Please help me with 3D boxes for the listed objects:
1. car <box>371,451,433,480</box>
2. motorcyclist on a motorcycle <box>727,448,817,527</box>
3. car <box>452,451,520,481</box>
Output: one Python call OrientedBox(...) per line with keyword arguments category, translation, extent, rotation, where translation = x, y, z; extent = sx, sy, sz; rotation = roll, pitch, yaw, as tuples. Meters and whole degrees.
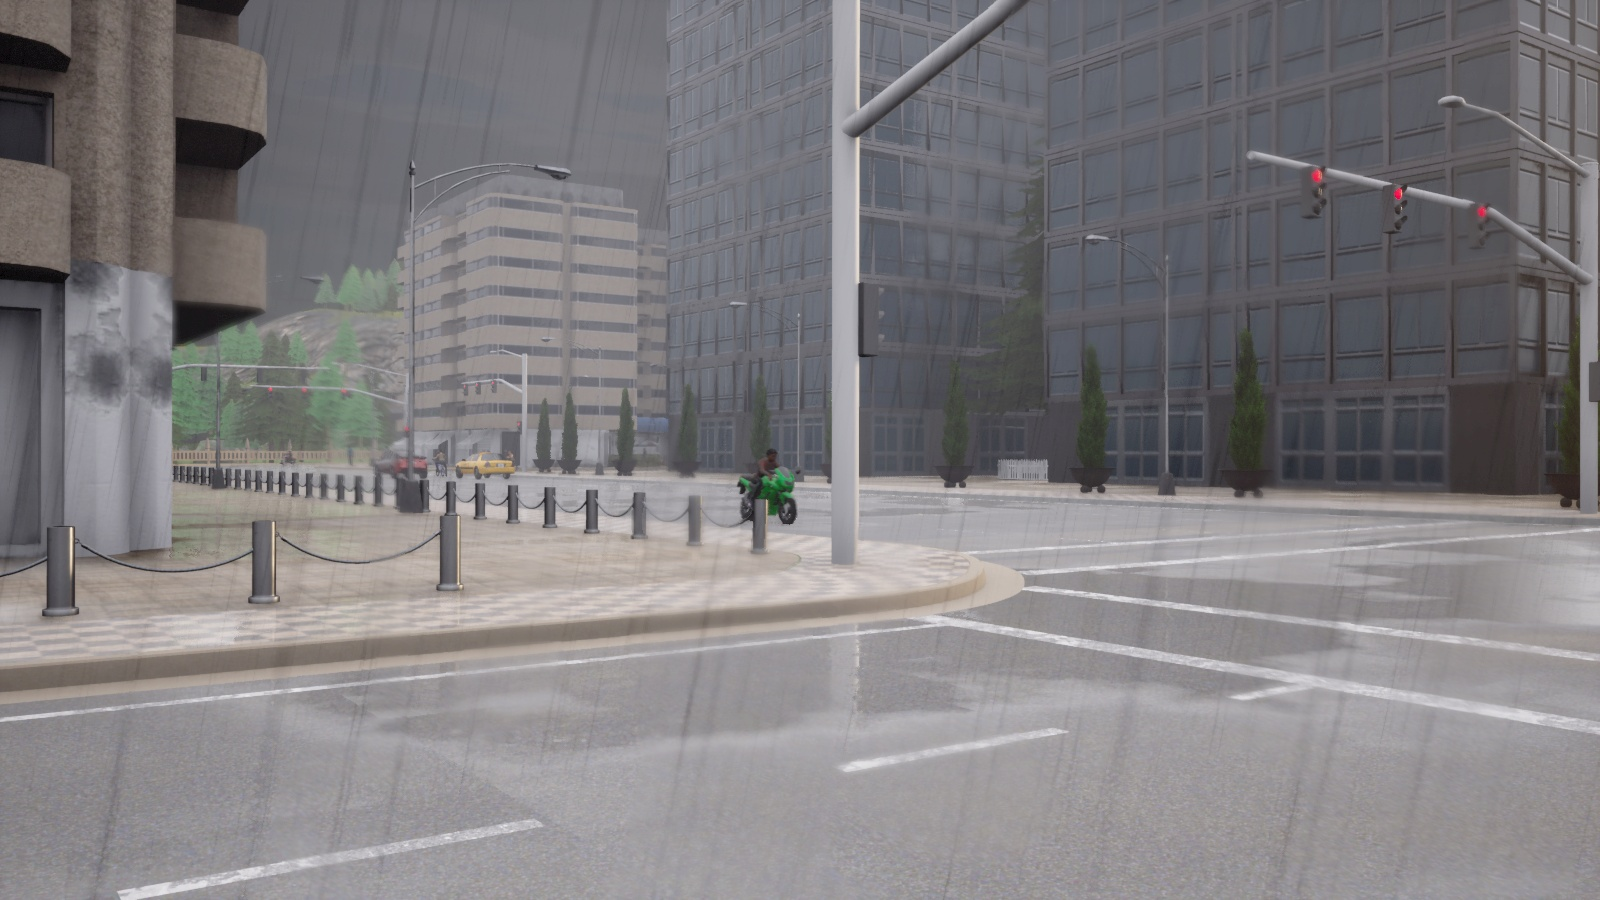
OrientedBox(category="car", translation=(-21.780, 0.850, 68.660), extent=(2.007, 1.525, 4.514), rotation=(0, 0, -34))
OrientedBox(category="motorcyclist on a motorcycle", translation=(-0.585, 0.735, 25.289), extent=(0.797, 1.523, 2.044), rotation=(0, 0, -35))
OrientedBox(category="car", translation=(-17.047, 0.831, 67.935), extent=(1.801, 1.575, 5.366), rotation=(0, 0, -34))
